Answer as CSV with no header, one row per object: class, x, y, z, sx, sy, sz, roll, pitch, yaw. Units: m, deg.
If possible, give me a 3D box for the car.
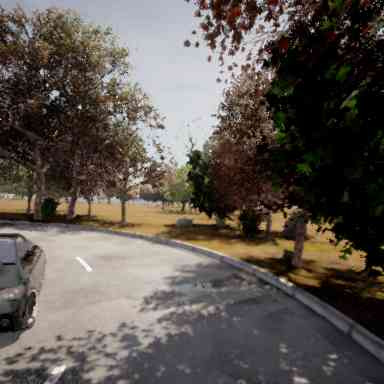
car,-3.994,1.538,6.404,1.994,1.385,4.181,0,0,-19
